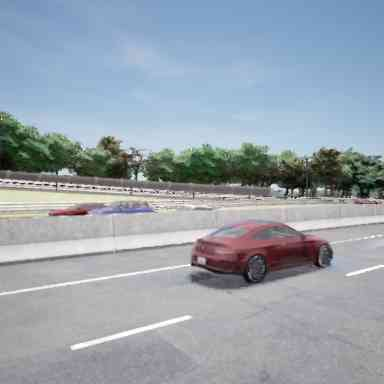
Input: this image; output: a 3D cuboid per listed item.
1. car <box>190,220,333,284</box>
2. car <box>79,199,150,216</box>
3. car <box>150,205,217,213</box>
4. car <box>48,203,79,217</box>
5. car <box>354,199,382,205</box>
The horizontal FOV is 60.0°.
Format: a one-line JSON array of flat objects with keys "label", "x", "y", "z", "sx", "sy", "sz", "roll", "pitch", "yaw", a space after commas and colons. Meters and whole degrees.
[{"label": "car", "x": 2.103, "y": 1.531, "z": 9.565, "sx": 4.674, "sy": 1.442, "sz": 1.812, "roll": 0, "pitch": 0, "yaw": -36}, {"label": "car", "x": -4.720, "y": 1.358, "z": 22.123, "sx": 4.553, "sy": 1.767, "sz": 2.097, "roll": 0, "pitch": 0, "yaw": -36}, {"label": "car", "x": -0.022, "y": 1.537, "z": 21.176, "sx": 4.674, "sy": 1.442, "sz": 1.812, "roll": 0, "pitch": 0, "yaw": -35}, {"label": "car", "x": -7.781, "y": 1.482, "z": 24.239, "sx": 5.008, "sy": 1.535, "sz": 1.882, "roll": 0, "pitch": 0, "yaw": -36}, {"label": "car", "x": 25.261, "y": 1.696, "z": 47.786, "sx": 4.718, "sy": 1.301, "sz": 1.895, "roll": 0, "pitch": 0, "yaw": -35}]
